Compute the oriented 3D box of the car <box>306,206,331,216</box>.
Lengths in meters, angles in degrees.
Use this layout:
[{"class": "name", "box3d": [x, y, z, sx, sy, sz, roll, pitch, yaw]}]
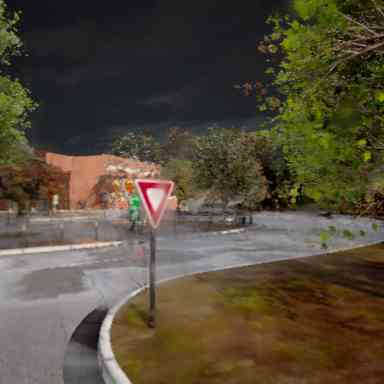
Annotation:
[{"class": "car", "box3d": [17.981, 2.705, 47.511, 1.994, 1.385, 4.181, 0, -1, -5]}]
